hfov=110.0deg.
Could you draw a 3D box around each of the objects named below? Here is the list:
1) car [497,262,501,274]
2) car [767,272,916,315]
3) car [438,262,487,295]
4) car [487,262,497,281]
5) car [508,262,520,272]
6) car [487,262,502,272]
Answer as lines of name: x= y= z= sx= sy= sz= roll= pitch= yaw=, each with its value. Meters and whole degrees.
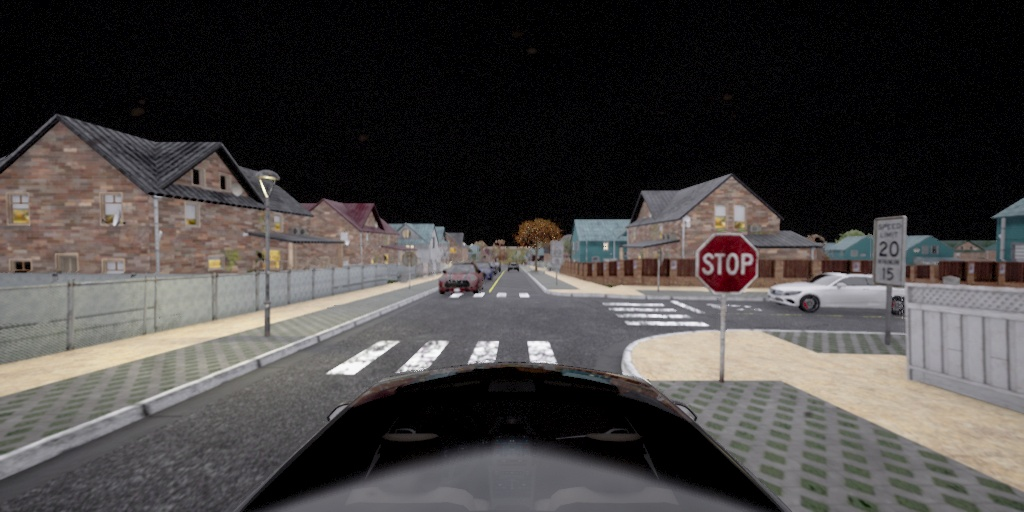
car: x=-2.729 y=1.632 z=44.513 sx=2.033 sy=1.411 sz=5.357 roll=0 pitch=-1 yaw=1
car: x=12.615 y=1.363 z=13.823 sx=4.674 sy=1.442 sz=1.812 roll=1 pitch=2 yaw=8
car: x=-2.812 y=1.202 z=20.610 sx=2.097 sy=1.767 sz=4.553 roll=-1 pitch=-1 yaw=0
car: x=-2.767 y=1.312 z=32.245 sx=2.097 sy=1.767 sz=4.553 roll=0 pitch=0 yaw=0
car: x=0.241 y=1.734 z=56.684 sx=1.837 sy=1.490 sz=4.892 roll=0 pitch=-1 yaw=0
car: x=-2.659 y=1.690 z=55.265 sx=1.882 sy=1.535 sz=5.008 roll=0 pitch=-1 yaw=1
